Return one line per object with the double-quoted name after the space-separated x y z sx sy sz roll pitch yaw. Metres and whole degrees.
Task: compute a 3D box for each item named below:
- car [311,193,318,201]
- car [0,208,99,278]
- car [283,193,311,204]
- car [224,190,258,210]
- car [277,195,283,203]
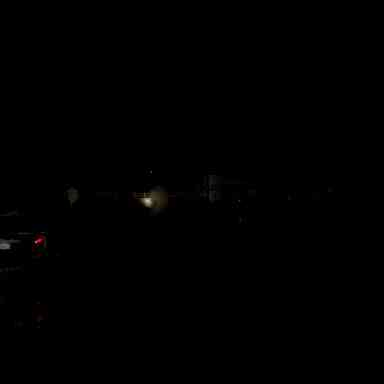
19.667 0.895 55.528 1.812 1.442 4.674 0 0 30 "car"
-4.442 1.268 10.101 2.097 1.767 4.553 -1 2 1 "car"
14.888 0.990 46.999 2.033 1.411 5.357 0 0 30 "car"
5.454 0.802 36.241 2.150 2.045 5.566 0 0 30 "car"
14.794 1.077 52.508 1.895 1.301 4.718 0 0 30 "car"
